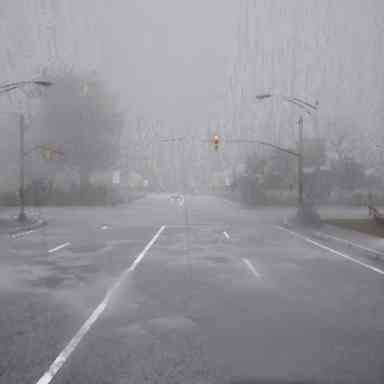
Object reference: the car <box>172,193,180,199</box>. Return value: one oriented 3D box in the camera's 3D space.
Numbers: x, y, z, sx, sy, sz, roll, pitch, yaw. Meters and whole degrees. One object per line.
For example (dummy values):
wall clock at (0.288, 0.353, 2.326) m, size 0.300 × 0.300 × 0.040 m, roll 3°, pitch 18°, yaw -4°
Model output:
car at (-3.775, 0.941, 78.204) m, size 1.812 × 1.442 × 4.674 m, roll 0°, pitch 1°, yaw -2°
